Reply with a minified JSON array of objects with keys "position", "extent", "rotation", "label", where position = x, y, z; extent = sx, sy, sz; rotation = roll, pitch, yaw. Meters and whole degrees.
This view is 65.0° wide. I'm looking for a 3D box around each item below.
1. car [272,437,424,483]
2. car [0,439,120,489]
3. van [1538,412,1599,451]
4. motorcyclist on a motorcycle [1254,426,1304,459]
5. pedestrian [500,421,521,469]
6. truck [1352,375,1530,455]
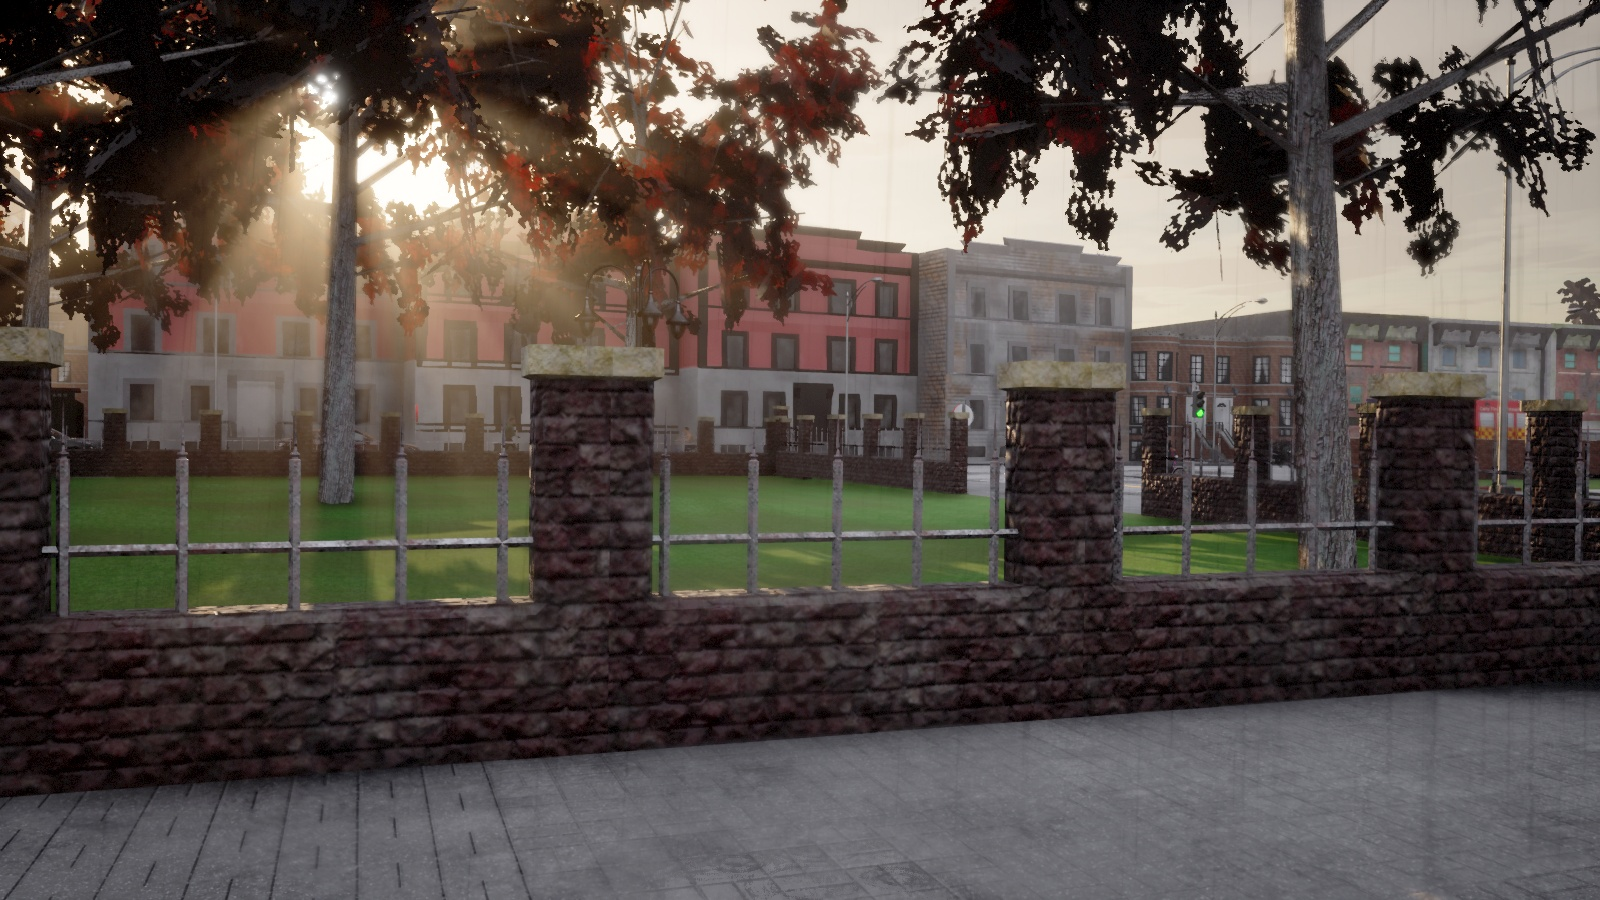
[{"position":[-15.118,0.301,42.160],"extent":[4.674,1.442,1.812],"rotation":[-1,1,-19],"label":"car"},{"position":[-24.059,0.428,39.022],"extent":[4.892,1.490,1.837],"rotation":[-1,1,-19],"label":"car"},{"position":[41.292,-0.970,66.074],"extent":[4.442,1.987,1.775],"rotation":[-1,1,-19],"label":"van"},{"position":[22.729,-0.382,59.617],"extent":[2.191,1.530,0.866],"rotation":[-1,1,-19],"label":"motorcyclist on a motorcycle"},{"position":[-11.802,-0.206,51.215],"extent":[0.788,1.949,0.423],"rotation":[-1,1,-5],"label":"pedestrian"},{"position":[32.092,-1.736,62.869],"extent":[8.468,3.827,2.891],"rotation":[-1,1,-19],"label":"truck"}]
